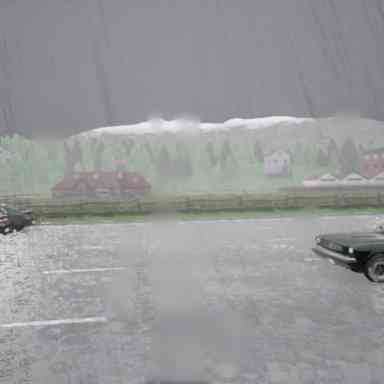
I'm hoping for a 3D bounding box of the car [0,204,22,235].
[{"bbox_3d":[-10.054,1.420,13.532,4.902,1.511,2.128,-1,1,-7],"label":"car"}]

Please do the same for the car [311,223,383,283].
[{"bbox_3d":[5.561,1.317,8.358,4.718,1.301,1.895,-1,1,-7],"label":"car"}]

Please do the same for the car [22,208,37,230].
[{"bbox_3d":[-10.619,1.378,16.990,4.892,1.490,1.837,-1,1,-7],"label":"car"}]
